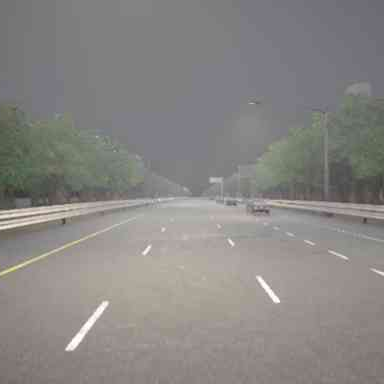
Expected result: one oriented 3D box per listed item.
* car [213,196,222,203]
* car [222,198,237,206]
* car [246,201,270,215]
[{"bbox_3d":[7.432,2.142,89.782,2.097,1.767,4.553,0,-1,1],"label":"car"},{"bbox_3d":[7.208,1.897,62.600,1.882,1.535,5.008,0,-1,0],"label":"car"},{"bbox_3d":[7.067,1.670,36.113,2.033,1.411,5.357,0,0,0],"label":"car"}]
